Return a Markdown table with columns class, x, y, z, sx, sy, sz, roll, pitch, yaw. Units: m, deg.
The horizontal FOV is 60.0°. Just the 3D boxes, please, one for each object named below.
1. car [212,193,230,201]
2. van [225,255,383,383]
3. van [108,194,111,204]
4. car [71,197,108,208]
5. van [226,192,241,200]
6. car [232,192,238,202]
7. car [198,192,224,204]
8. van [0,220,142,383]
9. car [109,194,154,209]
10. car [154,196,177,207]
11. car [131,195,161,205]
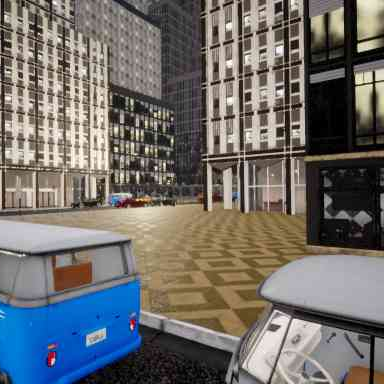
| class | x | y | z | sx | sy | sz | roll | pitch | yaw |
| --- | --- | --- | --- | --- | --- | --- | --- | --- | --- |
| car | 6.177 | 1.016 | 71.079 | 1.967 | 1.590 | 4.097 | 0 | 0 | 36 |
| van | 1.995 | 1.341 | 1.464 | 3.998 | 1.788 | 1.690 | 0 | -1 | 36 |
| van | -10.486 | 1.136 | 48.325 | 1.690 | 1.788 | 3.998 | 0 | 0 | 36 |
| car | -13.816 | 1.404 | 43.776 | 1.947 | 1.339 | 4.313 | 0 | 0 | 36 |
| van | 9.508 | 0.872 | 75.630 | 1.690 | 1.788 | 3.998 | 0 | 0 | 36 |
| car | 6.293 | 1.101 | 57.053 | 2.008 | 1.369 | 4.403 | 0 | 0 | 36 |
| car | 2.959 | 0.909 | 52.504 | 2.192 | 1.841 | 5.009 | 0 | 0 | 36 |
| van | -2.545 | 1.342 | 4.703 | 3.998 | 1.788 | 1.690 | 0 | -1 | 36 |
| car | -7.031 | 1.267 | 38.858 | 1.887 | 1.381 | 4.507 | 0 | 0 | 36 |
| car | -3.701 | 1.230 | 43.407 | 2.008 | 1.369 | 4.403 | 0 | 0 | 36 |
| car | -7.252 | 1.279 | 52.739 | 1.752 | 1.417 | 4.829 | 0 | 0 | 36 |
